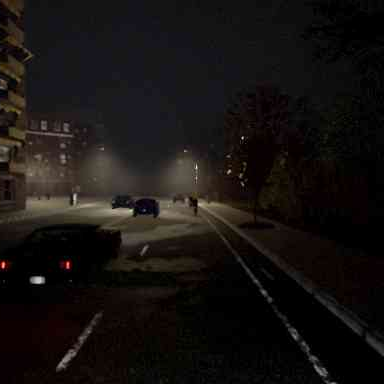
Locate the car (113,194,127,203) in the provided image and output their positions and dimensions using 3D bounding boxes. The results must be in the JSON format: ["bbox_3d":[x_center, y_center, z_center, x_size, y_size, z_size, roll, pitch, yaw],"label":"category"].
[{"bbox_3d":[-12.218,1.070,56.562,1.812,1.442,4.674,0,0,-6],"label":"car"}]

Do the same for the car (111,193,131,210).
[{"bbox_3d":[-7.718,1.051,37.558,2.097,1.767,4.553,0,1,-3],"label":"car"}]

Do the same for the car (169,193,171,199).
[{"bbox_3d":[-4.099,0.909,73.960,2.128,1.511,4.902,0,1,-7],"label":"car"}]

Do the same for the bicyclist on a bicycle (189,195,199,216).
[{"bbox_3d":[0.284,1.230,27.289,0.582,1.620,1.656,0,0,-2],"label":"bicyclist on a bicycle"}]

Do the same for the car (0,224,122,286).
[{"bbox_3d":[-3.245,1.528,9.153,1.895,1.301,4.718,0,0,-1],"label":"car"}]

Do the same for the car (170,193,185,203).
[{"bbox_3d":[-2.243,1.052,55.196,1.837,1.490,4.892,0,1,-4],"label":"car"}]

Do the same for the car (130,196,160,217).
[{"bbox_3d":[-3.810,1.250,28.318,1.882,1.535,5.008,0,0,-2],"label":"car"}]
